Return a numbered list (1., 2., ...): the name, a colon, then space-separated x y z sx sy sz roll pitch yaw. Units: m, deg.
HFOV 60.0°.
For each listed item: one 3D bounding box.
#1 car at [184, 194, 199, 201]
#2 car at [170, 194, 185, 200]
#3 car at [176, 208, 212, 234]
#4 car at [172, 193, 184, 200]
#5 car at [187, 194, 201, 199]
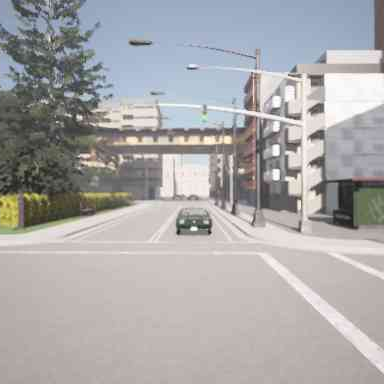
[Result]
1. car: 0.537 1.312 81.282 2.038 1.542 4.974 0 0 -20
2. car: -3.602 1.175 81.637 1.853 1.218 4.536 0 0 25
3. car: 0.103 1.547 18.965 1.895 1.301 4.718 0 0 0
4. car: -3.623 1.332 81.590 2.038 1.542 4.974 0 0 25
5. car: 0.518 1.154 81.330 1.853 1.218 4.536 0 0 -20
